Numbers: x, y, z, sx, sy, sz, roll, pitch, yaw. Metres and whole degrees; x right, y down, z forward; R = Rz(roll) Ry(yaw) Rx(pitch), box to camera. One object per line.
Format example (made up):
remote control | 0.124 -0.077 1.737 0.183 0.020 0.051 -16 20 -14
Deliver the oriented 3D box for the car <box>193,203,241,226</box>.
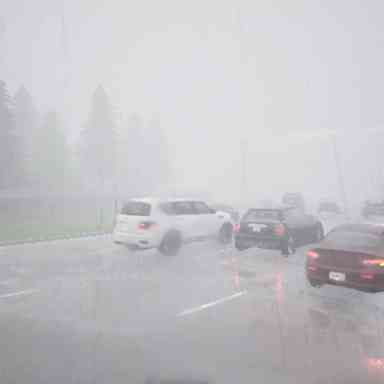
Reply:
car | 1.882 1.526 23.725 1.994 1.385 4.181 -1 0 26

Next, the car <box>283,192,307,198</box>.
car | 10.928 1.063 35.572 2.150 2.045 5.566 -1 0 23

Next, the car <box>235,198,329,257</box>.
car | 3.550 1.302 13.173 2.097 1.767 4.553 -1 0 38

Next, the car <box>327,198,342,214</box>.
car | 13.343 1.340 32.344 1.812 1.442 4.674 -1 0 23

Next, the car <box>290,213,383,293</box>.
car | 4.379 1.469 8.223 1.812 1.442 4.674 0 0 42

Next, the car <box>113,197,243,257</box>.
car | -0.503 1.221 13.280 2.150 2.045 5.566 0 1 40

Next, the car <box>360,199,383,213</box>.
car | 14.793 1.292 26.902 2.128 1.511 4.902 -1 0 24
